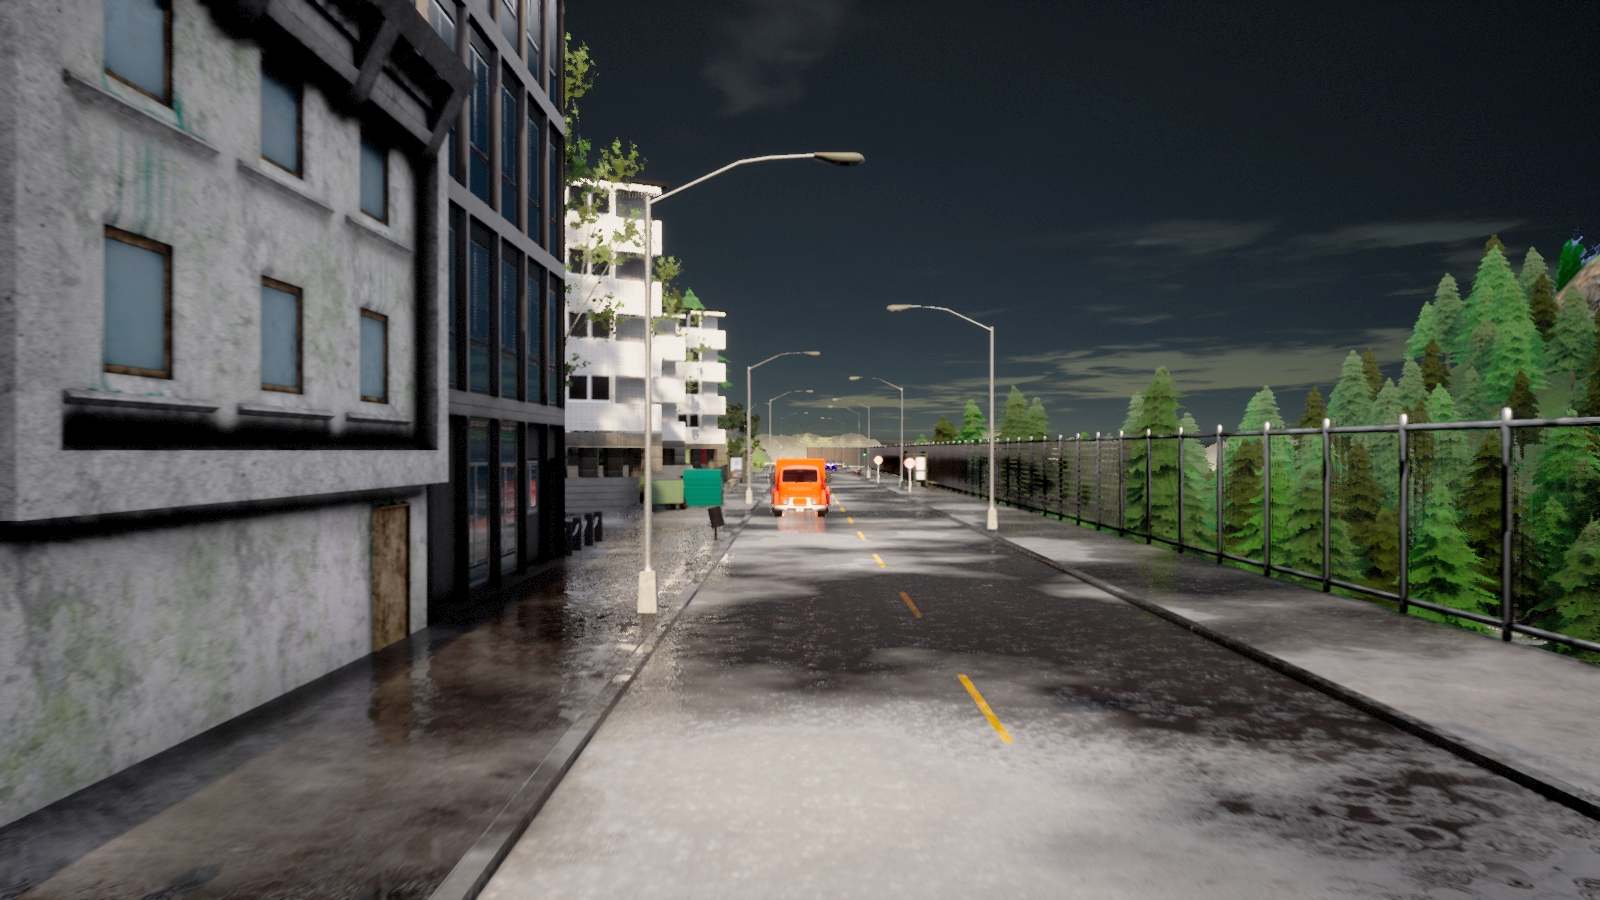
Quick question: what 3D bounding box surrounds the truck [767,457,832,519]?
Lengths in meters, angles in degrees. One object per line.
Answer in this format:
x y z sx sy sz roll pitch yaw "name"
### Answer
0.027 1.568 48.834 2.627 2.467 5.204 0 0 1 "truck"
